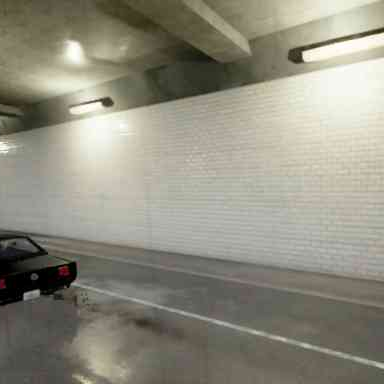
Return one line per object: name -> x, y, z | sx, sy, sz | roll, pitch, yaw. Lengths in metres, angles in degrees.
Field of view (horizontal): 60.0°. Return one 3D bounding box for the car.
car -> -4.730, 1.590, 7.370 | 4.718, 1.301, 1.895 | 0, 0, 36
